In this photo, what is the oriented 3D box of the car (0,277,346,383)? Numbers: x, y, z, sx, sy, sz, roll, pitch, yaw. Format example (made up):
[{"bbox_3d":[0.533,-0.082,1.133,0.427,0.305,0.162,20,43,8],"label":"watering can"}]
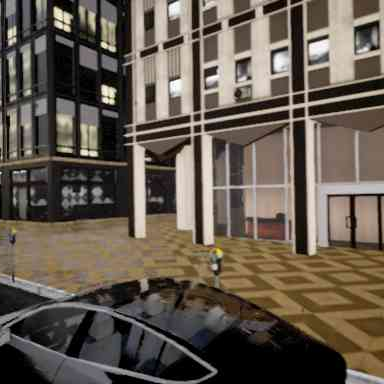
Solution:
[{"bbox_3d":[-0.720,1.588,3.398,4.313,1.339,1.947,-1,-1,36],"label":"car"}]
